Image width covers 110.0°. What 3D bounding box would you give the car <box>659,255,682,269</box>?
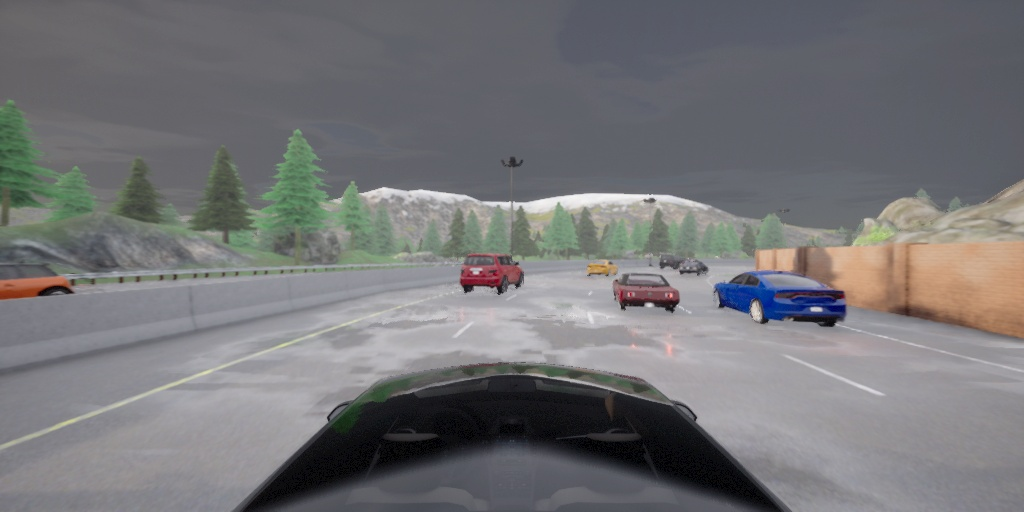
[{"bbox_3d":[23.262,0.853,51.421,5.566,2.045,2.150,1,0,-40],"label":"car"}]

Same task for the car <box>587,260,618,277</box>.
[{"bbox_3d":[8.586,1.130,33.637,1.882,1.535,5.008,0,0,29],"label":"car"}]

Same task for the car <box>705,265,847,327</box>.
[{"bbox_3d":[8.300,1.218,11.683,1.882,1.535,5.008,0,0,10],"label":"car"}]

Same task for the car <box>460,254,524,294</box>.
[{"bbox_3d":[-0.971,0.894,19.841,2.150,2.045,5.566,0,0,16],"label":"car"}]

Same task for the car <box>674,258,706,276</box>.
[{"bbox_3d":[18.591,1.225,36.527,2.033,1.411,5.357,0,0,40],"label":"car"}]

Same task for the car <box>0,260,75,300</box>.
[{"bbox_3d":[-16.850,1.000,10.848,2.097,1.767,4.553,0,0,6],"label":"car"}]

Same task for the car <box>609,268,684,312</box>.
[{"bbox_3d":[5.043,1.319,14.064,1.895,1.301,4.718,0,0,12],"label":"car"}]
